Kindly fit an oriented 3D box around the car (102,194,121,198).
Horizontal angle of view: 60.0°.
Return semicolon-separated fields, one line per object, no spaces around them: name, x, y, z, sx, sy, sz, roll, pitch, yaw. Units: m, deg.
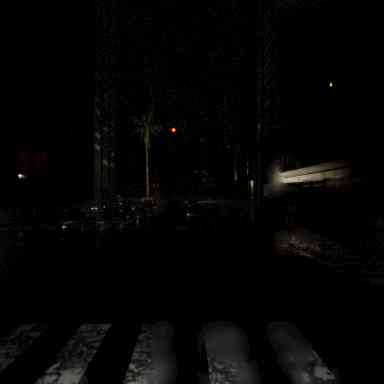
car;-9.780;1.320;39.793;2.150;2.045;5.566;0;0;0

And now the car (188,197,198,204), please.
car;0.232;1.791;69.812;1.994;1.385;4.181;0;0;0

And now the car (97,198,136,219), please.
car;-6.547;1.543;29.583;1.882;1.535;5.008;0;0;0

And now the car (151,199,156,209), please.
car;-6.500;1.735;48.939;1.895;1.301;4.718;0;0;0

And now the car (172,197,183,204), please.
car;-3.018;1.791;69.793;1.994;1.385;4.181;0;0;0

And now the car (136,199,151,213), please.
car;-6.528;1.587;39.051;2.128;1.511;4.902;0;0;0

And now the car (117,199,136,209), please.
car;-9.744;1.701;49.754;1.994;1.385;4.181;0;0;0

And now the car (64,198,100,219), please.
car;-9.793;1.544;29.847;1.882;1.535;5.008;0;0;0

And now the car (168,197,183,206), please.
car;-3.041;1.706;59.500;1.812;1.442;4.674;0;0;0
